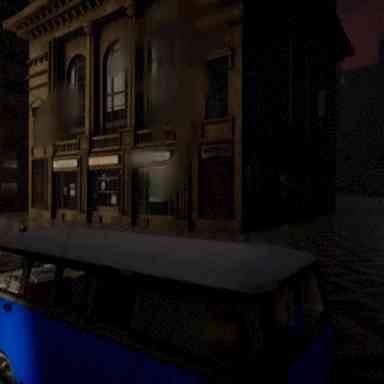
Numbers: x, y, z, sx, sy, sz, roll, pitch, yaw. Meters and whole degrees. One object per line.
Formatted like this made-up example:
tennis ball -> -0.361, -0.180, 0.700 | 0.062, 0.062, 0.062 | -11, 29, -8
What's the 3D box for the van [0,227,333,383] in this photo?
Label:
van -> -0.659, 1.338, 3.435 | 3.998, 1.788, 1.690 | 0, 0, 36
